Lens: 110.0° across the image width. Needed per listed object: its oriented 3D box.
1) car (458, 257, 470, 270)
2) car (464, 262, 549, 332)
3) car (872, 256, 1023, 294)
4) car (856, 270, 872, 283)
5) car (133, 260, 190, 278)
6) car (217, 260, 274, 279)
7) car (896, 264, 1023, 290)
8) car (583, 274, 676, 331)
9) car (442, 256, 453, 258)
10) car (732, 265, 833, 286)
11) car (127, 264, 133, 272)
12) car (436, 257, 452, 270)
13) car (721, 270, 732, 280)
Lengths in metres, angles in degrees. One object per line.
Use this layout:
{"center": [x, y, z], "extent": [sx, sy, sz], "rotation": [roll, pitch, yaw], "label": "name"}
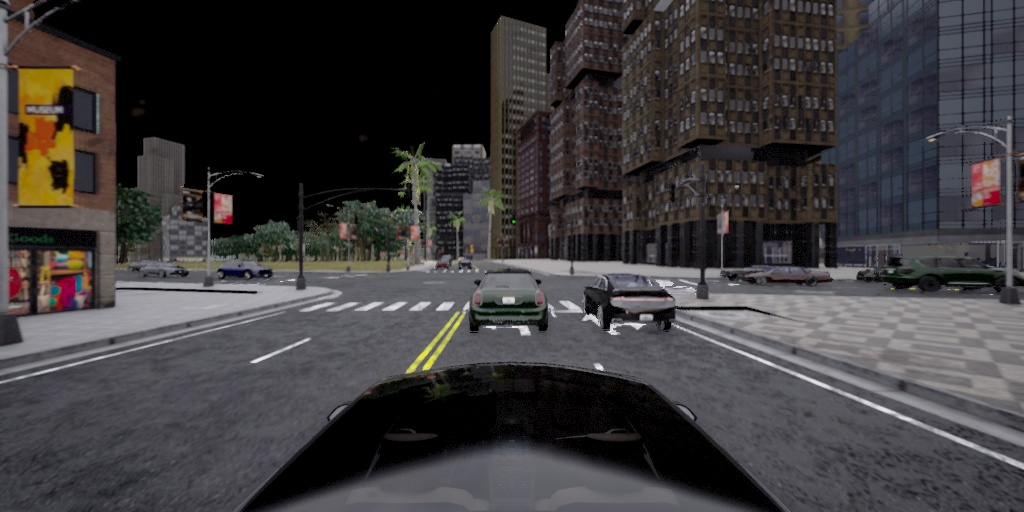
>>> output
{"center": [-6.926, 1.212, 52.793], "extent": [2.033, 1.411, 5.357], "rotation": [0, 0, -11], "label": "car"}
{"center": [-0.125, 1.148, 11.194], "extent": [2.097, 1.767, 4.553], "rotation": [0, 0, -1], "label": "car"}
{"center": [24.856, 1.016, 20.452], "extent": [5.566, 2.045, 2.150], "rotation": [0, 0, 14], "label": "car"}
{"center": [28.608, 1.302, 26.435], "extent": [4.892, 1.490, 1.837], "rotation": [0, 0, 14], "label": "car"}
{"center": [-33.657, 1.355, 34.725], "extent": [4.181, 1.385, 1.994], "rotation": [0, 0, 13], "label": "car"}
{"center": [-23.998, 1.151, 32.352], "extent": [4.553, 1.767, 2.097], "rotation": [0, 0, 14], "label": "car"}
{"center": [28.620, 1.286, 23.087], "extent": [4.902, 1.511, 2.128], "rotation": [0, 0, 14], "label": "car"}
{"center": [3.381, 1.285, 11.111], "extent": [2.128, 1.511, 4.902], "rotation": [0, 0, 3], "label": "car"}
{"center": [-11.354, 1.162, 61.121], "extent": [1.994, 1.385, 4.181], "rotation": [0, 0, -8], "label": "car"}
{"center": [19.163, 1.351, 25.409], "extent": [5.357, 1.411, 2.033], "rotation": [0, 0, 14], "label": "car"}
{"center": [-45.089, 1.278, 44.432], "extent": [4.902, 1.511, 2.128], "rotation": [0, 0, 14], "label": "car"}
{"center": [-10.104, 1.267, 52.230], "extent": [1.895, 1.301, 4.718], "rotation": [0, 0, -10], "label": "car"}
{"center": [19.563, 1.407, 28.658], "extent": [4.718, 1.301, 1.895], "rotation": [0, 0, 11], "label": "car"}
